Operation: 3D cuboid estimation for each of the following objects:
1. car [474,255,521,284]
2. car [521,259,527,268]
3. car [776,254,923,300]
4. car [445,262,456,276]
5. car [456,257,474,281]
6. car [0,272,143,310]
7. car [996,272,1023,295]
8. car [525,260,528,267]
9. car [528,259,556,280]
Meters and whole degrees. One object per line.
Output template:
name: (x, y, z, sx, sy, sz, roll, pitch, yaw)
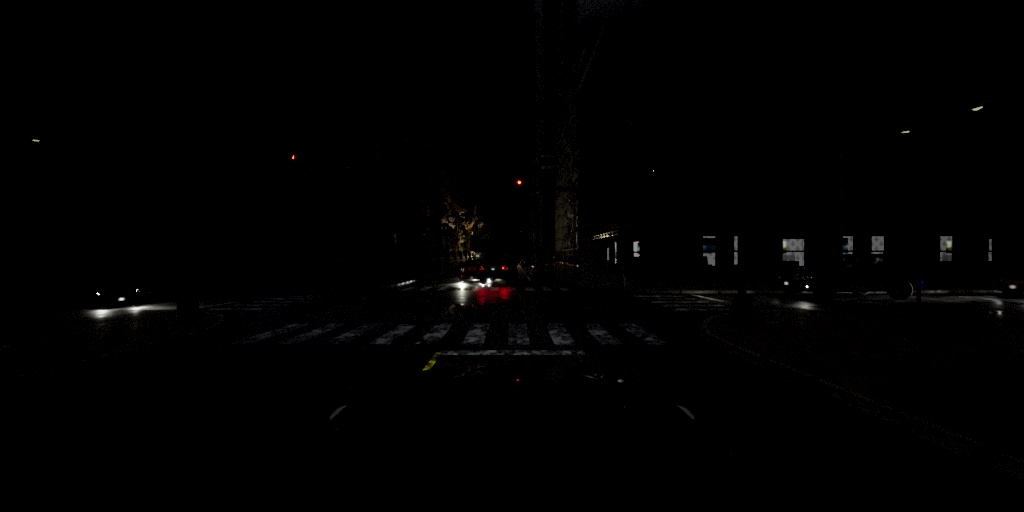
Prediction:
car: (-0.902, 0.973, 26.787, 2.150, 2.045, 5.566, 0, 0, 8)
car: (2.652, 1.315, 59.232, 1.948, 1.339, 4.313, 0, 0, 0)
car: (15.702, 0.925, 16.863, 5.566, 2.045, 2.150, 0, 0, 1)
car: (-5.714, 1.297, 36.499, 1.888, 1.381, 4.507, 0, 0, 0)
car: (-3.119, 1.104, 29.998, 2.097, 1.767, 4.553, 0, 0, 0)
car: (-18.224, 1.340, 14.351, 5.357, 1.411, 2.033, 0, 0, 1)
car: (25.777, 1.164, 16.656, 4.902, 1.511, 2.128, 0, 0, 1)
car: (2.667, 1.318, 36.507, 1.948, 1.339, 4.313, 0, 0, 0)
car: (2.671, 1.191, 30.826, 1.967, 1.591, 4.097, 0, 0, 0)
